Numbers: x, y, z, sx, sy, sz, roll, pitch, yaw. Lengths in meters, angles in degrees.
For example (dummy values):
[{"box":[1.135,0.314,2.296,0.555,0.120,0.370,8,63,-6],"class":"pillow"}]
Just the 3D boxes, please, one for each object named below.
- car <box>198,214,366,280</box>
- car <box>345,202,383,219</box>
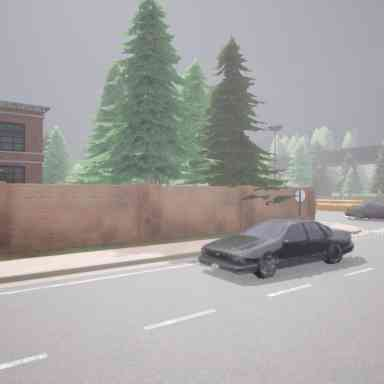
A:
[{"box":[2.804,1.547,10.184,5.357,1.411,2.033,0,0,-34],"class":"car"},{"box":[14.751,1.547,25.801,2.033,1.411,5.357,0,0,-35],"class":"car"}]
